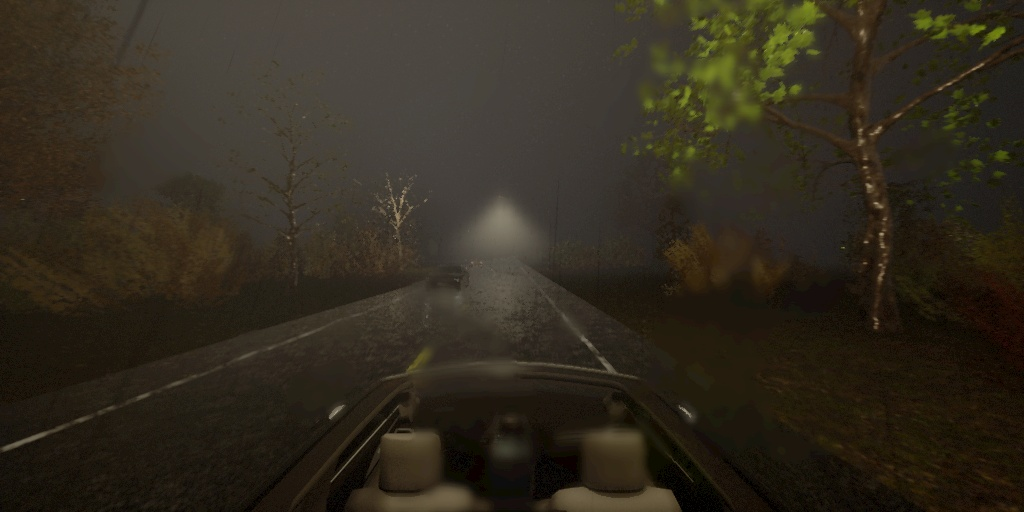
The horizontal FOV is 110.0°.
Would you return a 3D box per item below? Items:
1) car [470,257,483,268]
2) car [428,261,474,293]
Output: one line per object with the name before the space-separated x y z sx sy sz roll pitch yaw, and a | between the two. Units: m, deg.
car | -6.215 1.092 63.010 2.097 1.767 4.553 0 0 -7
car | -3.648 1.240 21.310 1.882 1.535 5.008 0 0 0
